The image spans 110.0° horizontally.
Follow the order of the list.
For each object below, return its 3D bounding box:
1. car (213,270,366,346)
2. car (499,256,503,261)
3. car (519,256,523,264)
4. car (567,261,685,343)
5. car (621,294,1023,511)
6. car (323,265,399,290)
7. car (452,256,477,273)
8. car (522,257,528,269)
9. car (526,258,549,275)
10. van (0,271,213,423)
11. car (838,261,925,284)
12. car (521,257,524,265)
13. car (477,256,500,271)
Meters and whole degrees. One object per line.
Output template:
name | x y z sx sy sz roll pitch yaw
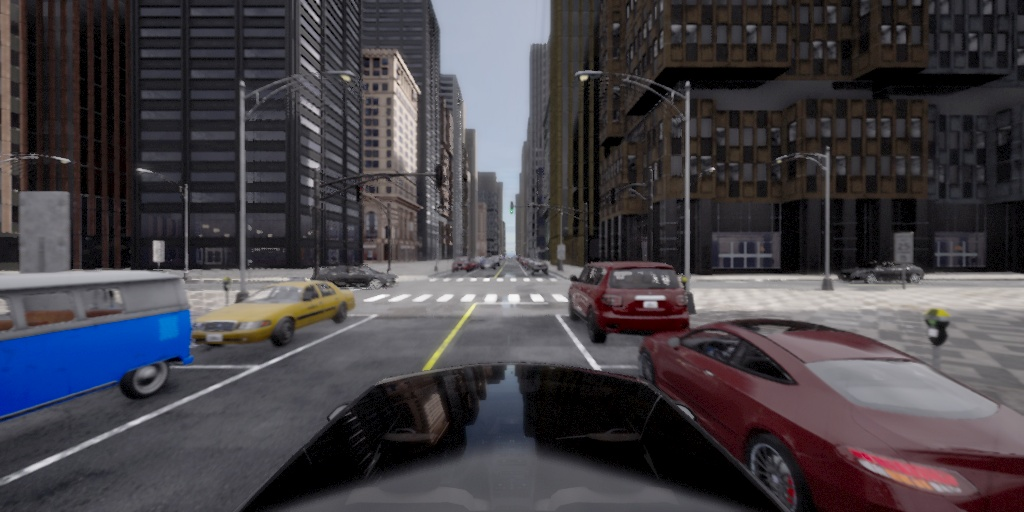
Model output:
car | -5.765 1.256 9.356 1.751 1.417 4.829 0 0 0
car | -3.032 1.110 63.964 1.837 1.490 4.892 0 0 0
car | 2.746 1.044 64.714 1.967 1.591 4.097 0 0 0
car | 2.760 1.045 9.538 2.192 1.841 5.009 0 0 0
car | 2.762 1.327 3.861 1.802 1.307 4.207 0 0 0
car | -9.328 1.282 21.497 4.892 1.490 1.837 0 0 0
car | -5.773 0.967 42.140 2.192 1.841 5.009 0 0 0
car | 2.750 1.190 47.793 2.007 1.370 4.403 0 0 0
car | 2.753 1.216 36.512 2.007 1.370 4.403 0 0 0
van | -5.763 1.085 3.849 1.690 1.789 3.998 0 0 0
car | 25.384 1.135 24.748 4.892 1.490 1.837 0 0 0
car | 2.749 1.173 53.433 1.888 1.381 4.507 0 0 0
car | -3.083 1.133 47.322 2.128 1.511 4.902 0 0 0
